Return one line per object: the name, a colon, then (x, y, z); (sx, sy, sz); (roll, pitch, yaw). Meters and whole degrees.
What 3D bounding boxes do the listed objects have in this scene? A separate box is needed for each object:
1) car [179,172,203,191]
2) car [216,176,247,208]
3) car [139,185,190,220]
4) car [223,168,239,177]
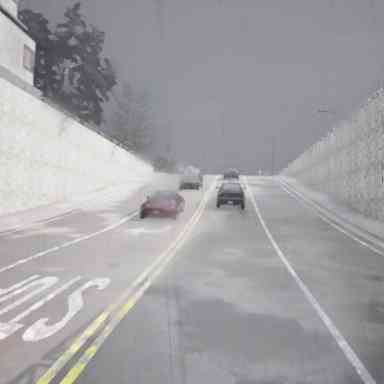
car: (-0.017, -1.065, 31.266); (1.882, 1.535, 5.008); (2, 8, 7)
car: (2.718, 0.092, 23.257); (1.837, 1.490, 4.892); (2, 8, 7)
car: (-1.556, 0.640, 18.660); (1.994, 1.385, 4.181); (2, 6, 7)
car: (4.936, -2.307, 41.830); (1.895, 1.301, 4.718); (2, 8, 7)
